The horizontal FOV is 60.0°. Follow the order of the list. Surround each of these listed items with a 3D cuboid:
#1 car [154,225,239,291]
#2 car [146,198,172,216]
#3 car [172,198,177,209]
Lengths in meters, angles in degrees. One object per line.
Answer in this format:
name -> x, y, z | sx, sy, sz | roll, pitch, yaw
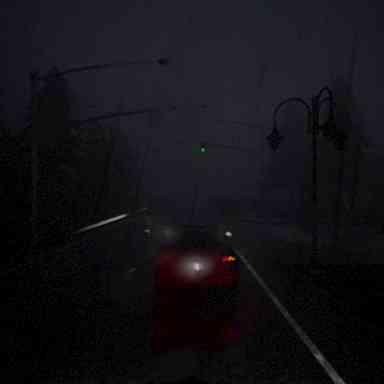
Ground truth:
car -> 0.171, 1.591, 9.155 | 1.994, 1.385, 4.181 | 0, 0, 2
car -> -3.606, 1.595, 34.710 | 2.128, 1.511, 4.902 | 0, 0, 0
car -> -3.603, 1.683, 45.597 | 2.033, 1.411, 5.357 | 0, 0, 0
